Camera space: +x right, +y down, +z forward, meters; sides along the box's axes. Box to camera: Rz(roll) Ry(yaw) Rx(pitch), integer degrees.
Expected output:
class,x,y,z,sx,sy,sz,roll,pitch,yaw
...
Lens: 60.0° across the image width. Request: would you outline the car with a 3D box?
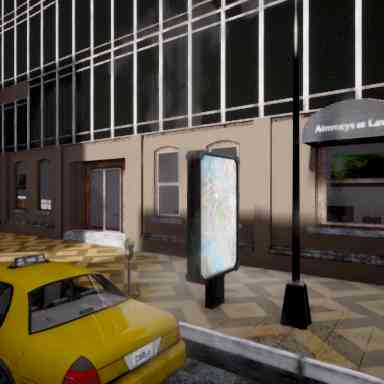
class,x,y,z,sx,sy,sz,roll,pitch,yaw
car,-2.352,1.525,4.537,4.829,1.417,1.752,0,0,35
